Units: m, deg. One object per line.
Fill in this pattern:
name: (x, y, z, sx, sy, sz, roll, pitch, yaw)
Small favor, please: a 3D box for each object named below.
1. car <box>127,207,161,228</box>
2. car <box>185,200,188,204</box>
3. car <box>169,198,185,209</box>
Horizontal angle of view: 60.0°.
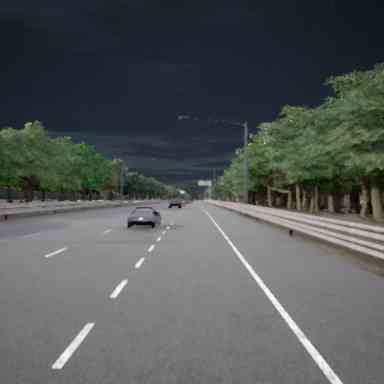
car: (-3.382, 1.767, 24.089, 1.994, 1.385, 4.181, 1, -1, 0)
car: (-2.723, 2.957, 87.969, 2.033, 1.411, 5.357, 1, -1, 1)
car: (-3.033, 2.085, 62.866, 2.150, 2.045, 5.566, 1, -1, 1)
